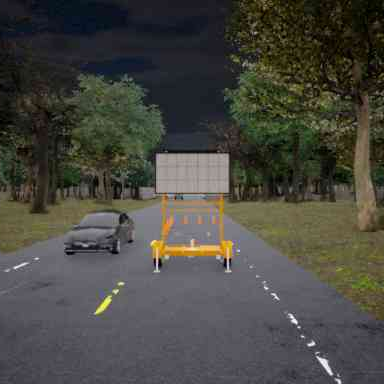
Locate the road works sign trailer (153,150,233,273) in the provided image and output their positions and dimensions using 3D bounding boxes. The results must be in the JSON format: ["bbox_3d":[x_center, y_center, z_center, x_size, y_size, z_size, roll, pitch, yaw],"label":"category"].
[{"bbox_3d":[0.020,0.464,10.707,2.380,3.560,2.880,0,0,0],"label":"road works sign trailer"}]

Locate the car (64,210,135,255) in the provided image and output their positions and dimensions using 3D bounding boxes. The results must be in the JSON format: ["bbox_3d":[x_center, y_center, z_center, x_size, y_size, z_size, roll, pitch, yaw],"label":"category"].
[{"bbox_3d":[-3.474,1.504,13.280,1.837,1.490,4.892,0,0,0],"label":"car"}]

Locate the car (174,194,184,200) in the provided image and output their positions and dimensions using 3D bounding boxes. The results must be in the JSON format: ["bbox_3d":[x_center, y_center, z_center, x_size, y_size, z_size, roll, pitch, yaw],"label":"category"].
[{"bbox_3d":[-3.334,1.085,85.509,2.150,2.045,5.566,0,0,0],"label":"car"}]
